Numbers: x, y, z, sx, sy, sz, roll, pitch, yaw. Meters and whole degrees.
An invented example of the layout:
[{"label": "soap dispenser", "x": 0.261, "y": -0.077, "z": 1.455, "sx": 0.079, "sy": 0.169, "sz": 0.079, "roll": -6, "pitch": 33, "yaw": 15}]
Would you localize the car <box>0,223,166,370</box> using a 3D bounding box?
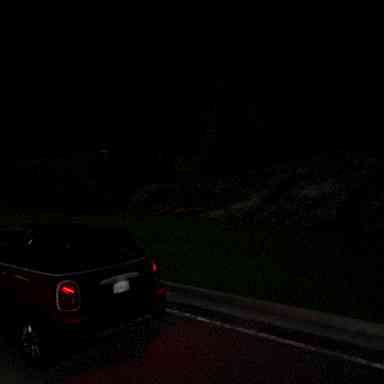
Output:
[{"label": "car", "x": -2.678, "y": 1.362, "z": 6.002, "sx": 4.553, "sy": 1.767, "sz": 2.097, "roll": 0, "pitch": 0, "yaw": 38}]
